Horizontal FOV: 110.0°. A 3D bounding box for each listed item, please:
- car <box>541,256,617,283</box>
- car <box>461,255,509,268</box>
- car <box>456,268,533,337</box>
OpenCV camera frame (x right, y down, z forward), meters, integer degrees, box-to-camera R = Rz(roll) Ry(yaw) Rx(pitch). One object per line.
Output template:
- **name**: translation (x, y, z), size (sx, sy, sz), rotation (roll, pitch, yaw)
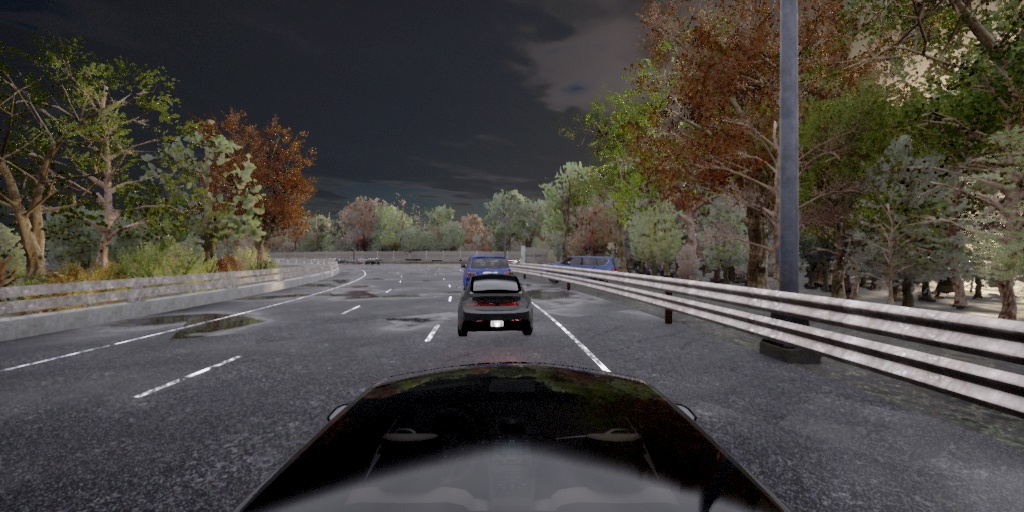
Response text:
- **car**: translation (4.849, 0.976, 26.157), size (5.566, 2.045, 2.150), rotation (3, 1, 4)
- **car**: translation (-1.320, 0.969, 17.855), size (2.150, 2.045, 5.566), rotation (0, 0, -9)
- **car**: translation (-0.545, 1.253, 10.368), size (1.837, 1.490, 4.892), rotation (0, 0, -5)
